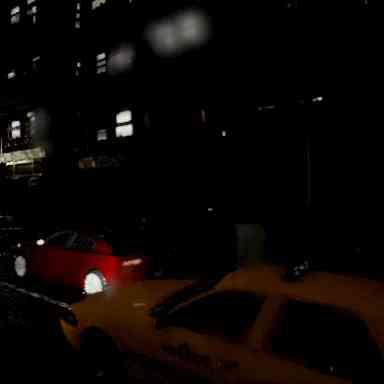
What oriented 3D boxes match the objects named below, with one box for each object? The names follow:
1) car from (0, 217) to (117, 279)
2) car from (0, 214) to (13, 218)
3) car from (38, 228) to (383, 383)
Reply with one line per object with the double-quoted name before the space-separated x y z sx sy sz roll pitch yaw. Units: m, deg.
"car" -2.477 1.464 7.900 4.507 1.381 1.887 1 -1 36
"car" -6.975 1.397 11.120 4.403 1.369 2.008 1 -1 36
"car" 0.776 1.442 3.409 5.366 1.575 1.801 1 0 36
